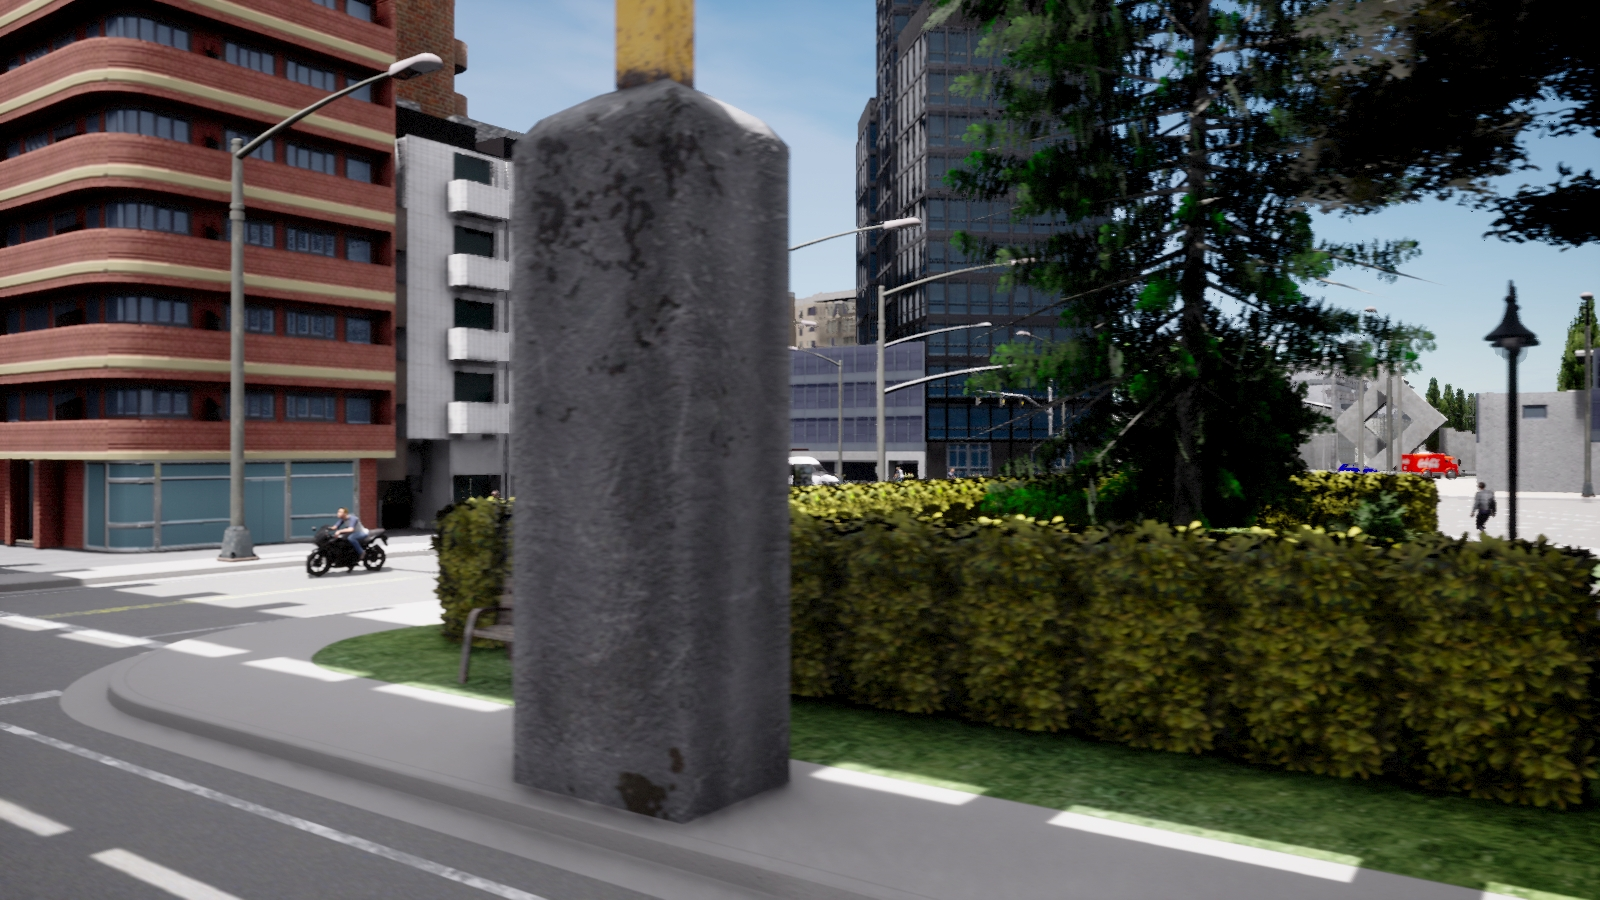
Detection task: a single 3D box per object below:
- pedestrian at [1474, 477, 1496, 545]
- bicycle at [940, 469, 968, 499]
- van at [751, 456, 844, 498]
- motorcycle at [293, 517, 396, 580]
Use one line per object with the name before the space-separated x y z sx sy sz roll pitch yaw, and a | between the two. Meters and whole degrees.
pedestrian | 19.149 1.701 31.930 0.375 1.860 0.375 0 0 -3
bicycle | 9.112 2.011 67.640 1.643 1.717 0.373 0 0 34
van | -0.186 1.716 73.572 5.915 2.561 1.988 -1 0 35
motorcycle | -10.180 2.175 25.626 0.803 1.224 2.033 0 0 36
